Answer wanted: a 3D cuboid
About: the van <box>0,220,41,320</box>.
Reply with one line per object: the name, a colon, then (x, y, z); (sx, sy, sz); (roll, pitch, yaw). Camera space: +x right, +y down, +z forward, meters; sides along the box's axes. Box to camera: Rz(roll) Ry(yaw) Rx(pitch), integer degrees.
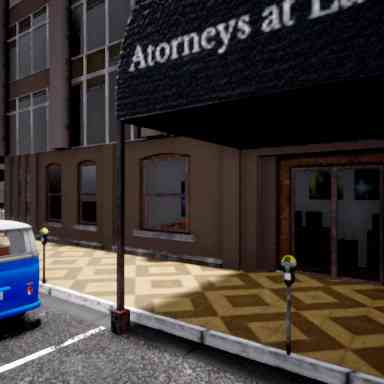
van: (-4.454, 1.341, 6.043); (3.998, 1.788, 1.690); (0, 0, 35)
